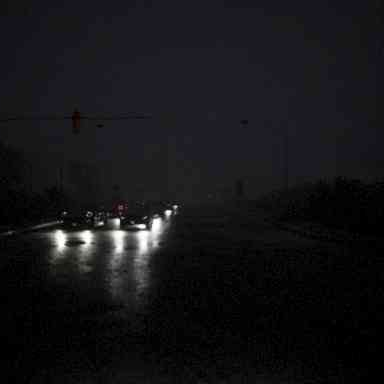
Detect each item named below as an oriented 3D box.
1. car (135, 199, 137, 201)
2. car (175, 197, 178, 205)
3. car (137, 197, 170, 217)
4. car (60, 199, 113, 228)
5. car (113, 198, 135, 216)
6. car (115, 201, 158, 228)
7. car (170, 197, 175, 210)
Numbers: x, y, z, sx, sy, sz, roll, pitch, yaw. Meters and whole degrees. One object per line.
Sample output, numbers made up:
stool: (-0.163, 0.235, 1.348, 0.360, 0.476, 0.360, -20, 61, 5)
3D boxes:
car: (-7.051, 1.597, 40.857, 1.994, 1.385, 4.181, 0, 0, 0)
car: (-3.454, 1.608, 58.257, 1.837, 1.490, 4.892, 0, 0, 0)
car: (-3.575, 1.517, 31.453, 2.128, 1.511, 4.902, 0, 0, 0)
car: (-7.082, 1.370, 22.296, 2.097, 1.767, 4.553, 0, 0, 0)
car: (-7.075, 1.377, 31.223, 2.097, 1.767, 4.553, 0, 0, 0)
car: (-3.575, 1.544, 22.300, 1.812, 1.442, 4.674, 0, 0, -1)
car: (-3.544, 1.537, 42.518, 1.837, 1.490, 4.892, 0, 0, 0)
